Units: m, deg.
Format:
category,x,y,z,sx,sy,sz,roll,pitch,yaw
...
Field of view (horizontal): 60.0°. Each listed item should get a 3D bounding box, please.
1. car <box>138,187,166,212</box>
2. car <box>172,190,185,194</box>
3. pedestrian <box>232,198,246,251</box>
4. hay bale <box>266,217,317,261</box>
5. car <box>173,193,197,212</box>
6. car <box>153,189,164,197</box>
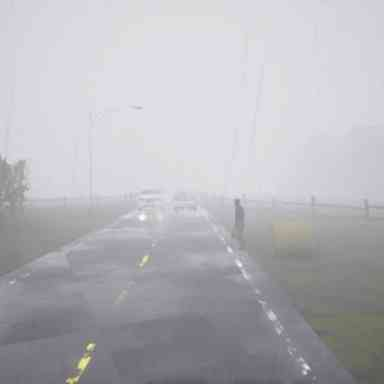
category,x,y,z,sx,sy,sz,roll,pitch,yaw
car,-3.558,0.596,29.819,2.150,2.045,5.566,0,1,-3
car,-1.720,0.553,45.943,1.837,1.490,4.892,0,1,-5
pedestrian,1.600,1.051,11.252,0.375,1.860,0.375,0,1,-2
hay bale,3.077,1.429,10.479,1.220,1.180,1.240,0,1,-1
car,-0.601,0.985,29.244,1.895,1.301,4.718,0,1,-3
car,-6.686,0.150,66.121,2.128,1.511,4.902,0,1,-6
